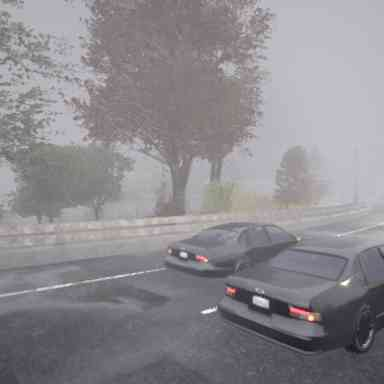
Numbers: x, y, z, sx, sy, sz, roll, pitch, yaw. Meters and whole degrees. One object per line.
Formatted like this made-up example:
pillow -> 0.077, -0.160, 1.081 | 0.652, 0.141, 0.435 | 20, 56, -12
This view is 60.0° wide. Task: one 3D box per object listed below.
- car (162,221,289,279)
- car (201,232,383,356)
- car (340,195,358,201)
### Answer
car -> 1.719, 1.575, 9.702 | 5.357, 1.411, 2.033 | 0, 0, -40
car -> 2.900, 1.562, 6.162 | 5.357, 1.411, 2.033 | 0, 0, -39
car -> 40.308, 1.529, 86.739 | 2.128, 1.511, 4.902 | 0, 0, 0
